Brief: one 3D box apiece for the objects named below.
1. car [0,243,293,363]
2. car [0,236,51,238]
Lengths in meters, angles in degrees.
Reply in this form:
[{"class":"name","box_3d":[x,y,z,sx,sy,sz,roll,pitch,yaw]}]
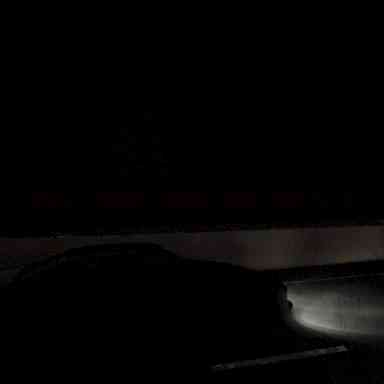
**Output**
[{"class":"car","box_3d":[-1.048,1.626,5.703,5.357,1.411,2.033,0,-1,-16]},{"class":"car","box_3d":[-7.181,1.725,11.740,4.181,1.385,1.994,0,-1,-13]}]
